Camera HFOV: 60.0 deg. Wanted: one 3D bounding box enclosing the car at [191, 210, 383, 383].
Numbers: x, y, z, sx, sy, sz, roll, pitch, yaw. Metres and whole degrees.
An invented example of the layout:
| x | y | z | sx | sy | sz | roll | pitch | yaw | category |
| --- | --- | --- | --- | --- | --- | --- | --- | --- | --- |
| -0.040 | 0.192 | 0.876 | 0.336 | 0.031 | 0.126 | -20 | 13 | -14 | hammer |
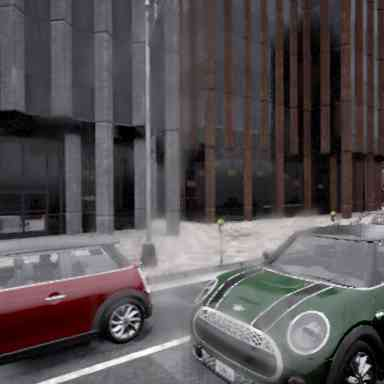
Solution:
| x | y | z | sx | sy | sz | roll | pitch | yaw | category |
| --- | --- | --- | --- | --- | --- | --- | --- | --- | --- |
| 2.188 | 1.323 | 4.900 | 4.553 | 1.767 | 2.097 | -1 | 0 | -35 | car |

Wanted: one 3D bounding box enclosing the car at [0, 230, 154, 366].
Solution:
| x | y | z | sx | sy | sz | roll | pitch | yaw | category |
| --- | --- | --- | --- | --- | --- | --- | --- | --- | --- |
| -2.700 | 1.437 | 4.726 | 4.097 | 1.590 | 1.967 | 0 | 0 | -36 | car |
